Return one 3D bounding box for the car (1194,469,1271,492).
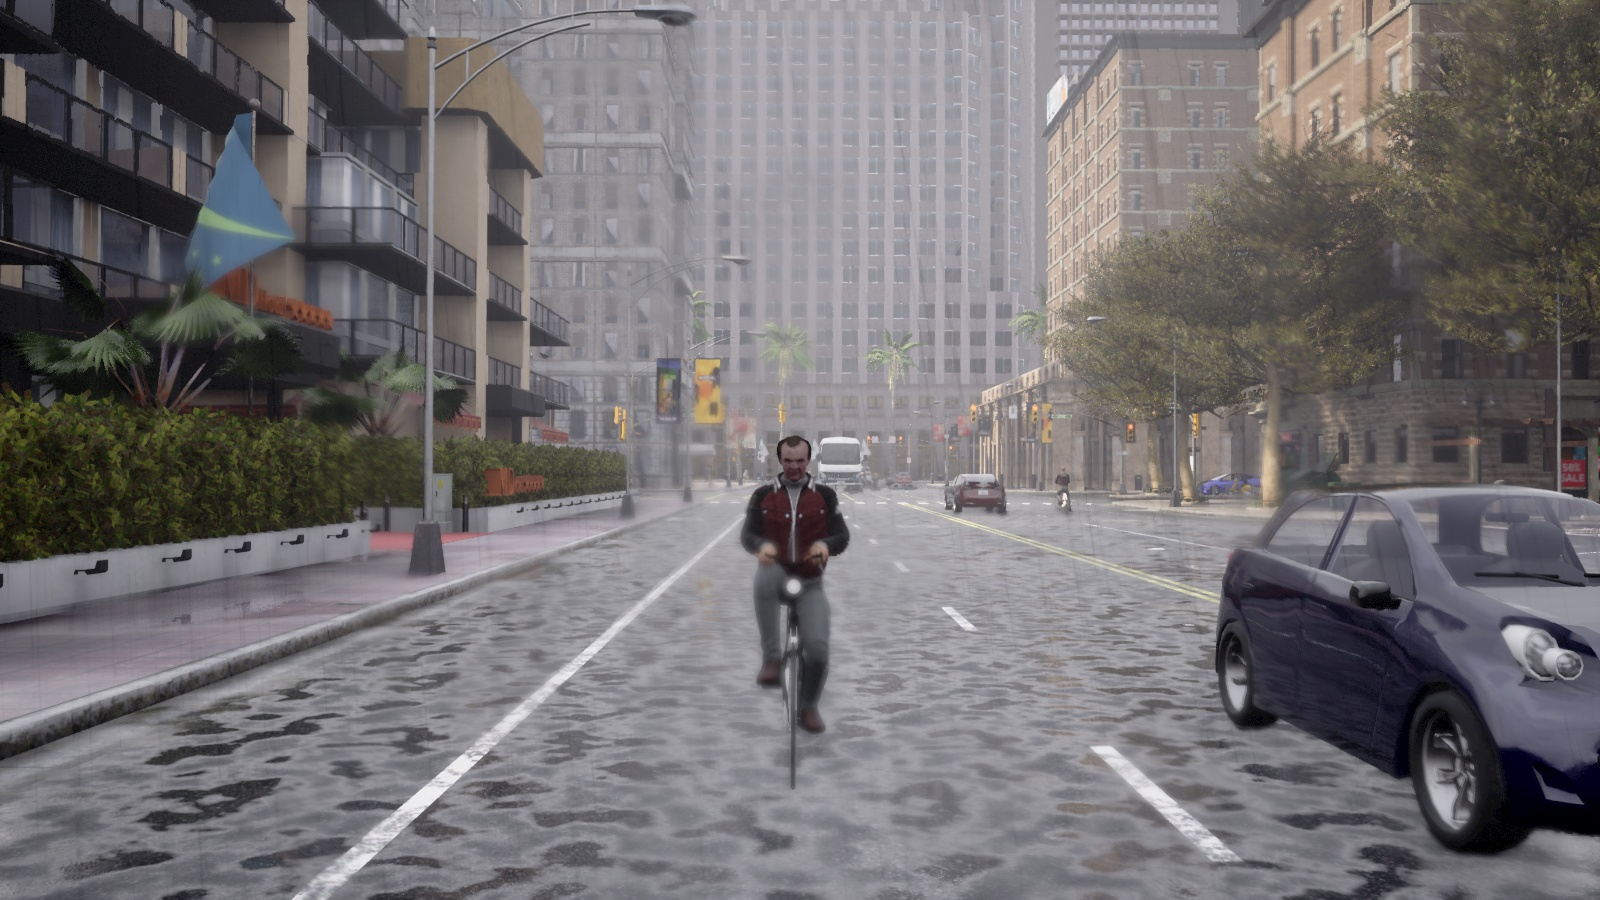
[{"bbox_3d":[29.324,2.072,85.222,4.514,1.525,2.007,0,-1,1],"label":"car"}]

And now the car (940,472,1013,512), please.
[{"bbox_3d":[6.819,1.608,48.996,2.163,1.488,4.792,0,-1,0],"label":"car"}]

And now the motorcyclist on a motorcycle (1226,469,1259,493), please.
[{"bbox_3d":[28.779,2.021,81.705,1.817,1.590,0.866,0,-1,1],"label":"motorcyclist on a motorcycle"}]

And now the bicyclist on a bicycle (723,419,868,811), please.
[{"bbox_3d":[-0.027,0.794,6.660,0.659,1.776,1.843,0,-3,0],"label":"bicyclist on a bicycle"}]

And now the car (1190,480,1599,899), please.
[{"bbox_3d":[3.475,0.921,6.353,1.845,1.501,3.633,0,-1,0],"label":"car"}]
